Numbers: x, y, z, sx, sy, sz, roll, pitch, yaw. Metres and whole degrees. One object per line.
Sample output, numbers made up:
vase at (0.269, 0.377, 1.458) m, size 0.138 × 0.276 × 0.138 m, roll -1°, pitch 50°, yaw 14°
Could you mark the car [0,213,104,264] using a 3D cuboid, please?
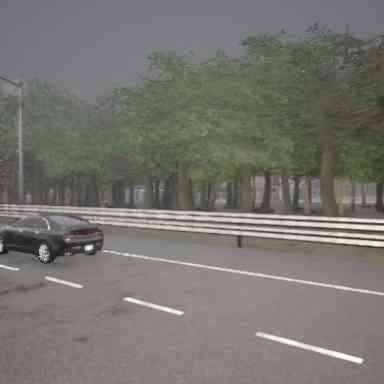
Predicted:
car at (-5.223, 1.522, 11.903) m, size 4.892 × 1.490 × 1.837 m, roll 0°, pitch 0°, yaw 36°
